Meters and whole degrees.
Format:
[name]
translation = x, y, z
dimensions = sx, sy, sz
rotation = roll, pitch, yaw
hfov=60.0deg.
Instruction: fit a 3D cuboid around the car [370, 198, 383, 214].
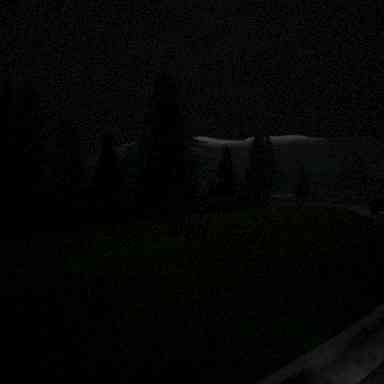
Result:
[car]
translation = 24.894, 1.865, 43.687
dimensions = 2.150, 2.045, 5.566
rotation = 0, -1, 21
